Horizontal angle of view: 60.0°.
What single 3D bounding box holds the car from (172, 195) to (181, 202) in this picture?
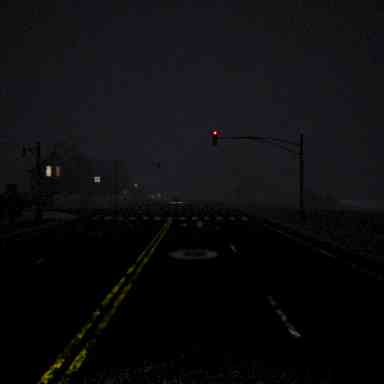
[{"bbox_3d":[-3.248,1.431,70.692,2.033,1.411,5.357,0,0,0],"label":"car"}]
